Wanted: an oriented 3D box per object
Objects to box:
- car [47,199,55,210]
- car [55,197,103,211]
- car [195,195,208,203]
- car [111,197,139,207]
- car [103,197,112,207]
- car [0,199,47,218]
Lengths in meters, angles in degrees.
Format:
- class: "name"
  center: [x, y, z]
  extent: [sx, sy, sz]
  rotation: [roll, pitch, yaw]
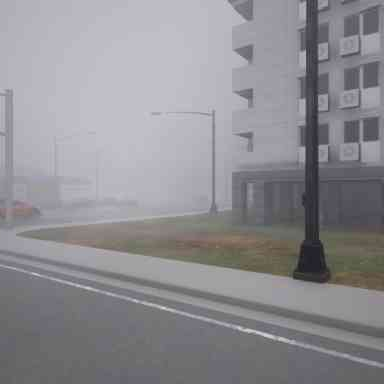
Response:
- class: "car"
  center: [-17.577, 1.564, 42.491]
  extent: [1.994, 1.385, 4.181]
  rotation: [0, 0, 31]
- class: "car"
  center: [-14.061, 1.492, 41.573]
  extent: [2.128, 1.511, 4.902]
  rotation: [0, 0, 30]
- class: "car"
  center: [2.026, 1.353, 69.982]
  extent: [2.097, 1.767, 4.553]
  rotation: [0, 0, -8]
- class: "car"
  center: [-9.930, 1.601, 50.862]
  extent: [1.895, 1.301, 4.718]
  rotation: [0, 0, 16]
- class: "car"
  center: [-13.356, 1.478, 51.663]
  extent: [1.882, 1.535, 5.008]
  rotation: [0, 0, 16]
- class: "car"
  center: [-14.964, 1.352, 27.491]
  extent: [2.097, 1.767, 4.553]
  rotation: [0, 0, 37]
